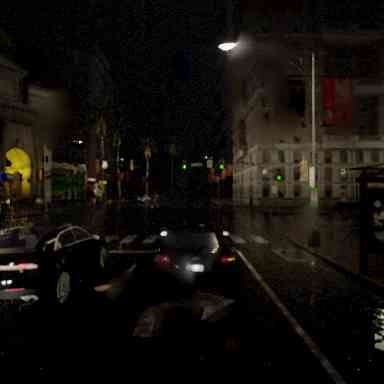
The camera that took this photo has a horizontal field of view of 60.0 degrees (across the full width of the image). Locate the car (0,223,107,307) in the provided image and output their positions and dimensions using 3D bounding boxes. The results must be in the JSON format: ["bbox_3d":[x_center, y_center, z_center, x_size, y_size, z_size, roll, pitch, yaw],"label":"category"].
[{"bbox_3d":[-3.422,1.486,7.937,2.128,1.511,4.902,0,0,0],"label":"car"}]

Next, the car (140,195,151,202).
[{"bbox_3d":[-10.535,1.477,75.832,1.812,1.442,4.674,0,0,0],"label":"car"}]

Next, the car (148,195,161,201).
[{"bbox_3d":[-9.694,1.471,86.038,2.128,1.511,4.902,0,0,10],"label":"car"}]

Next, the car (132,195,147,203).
[{"bbox_3d":[-10.534,1.506,65.853,2.033,1.411,5.357,0,0,0],"label":"car"}]

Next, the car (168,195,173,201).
[{"bbox_3d":[-6.193,1.424,85.743,1.882,1.535,5.008,0,0,10],"label":"car"}]

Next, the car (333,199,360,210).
[{"bbox_3d":[20.605,1.575,42.235,4.718,1.301,1.895,0,0,0],"label":"car"}]

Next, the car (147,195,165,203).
[{"bbox_3d":[-7.034,1.451,65.583,2.128,1.511,4.902,0,0,0],"label":"car"}]

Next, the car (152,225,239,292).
[{"bbox_3d":[0.082,1.558,8.961,1.994,1.385,4.181,0,0,0],"label":"car"}]

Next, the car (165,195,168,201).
[{"bbox_3d":[-7.033,1.477,75.631,1.812,1.442,4.674,0,0,0],"label":"car"}]
